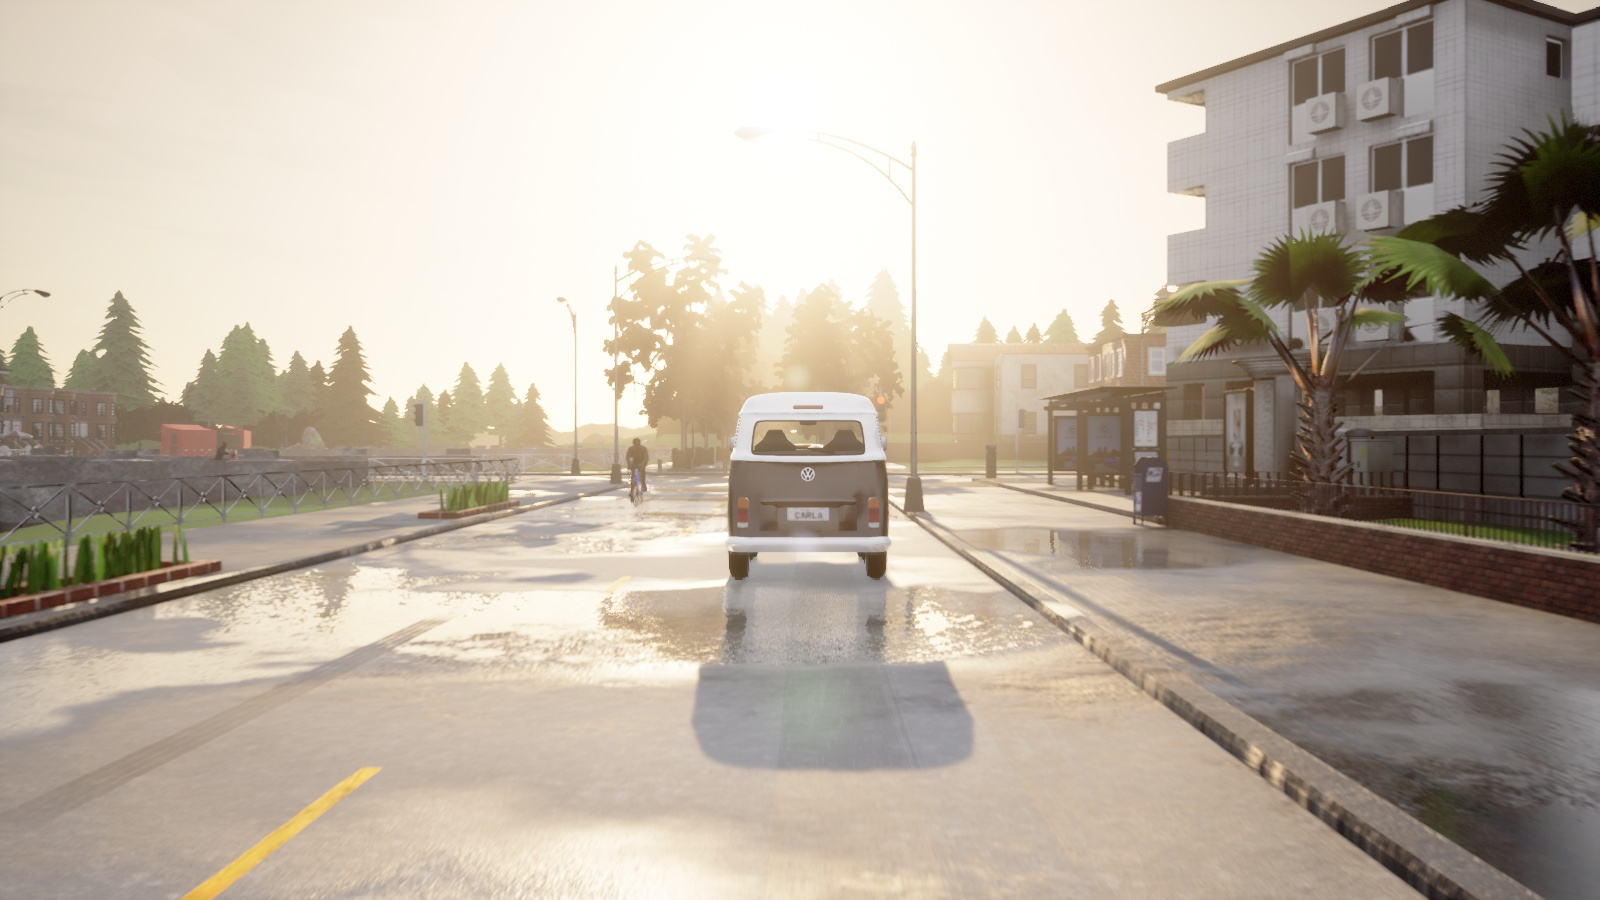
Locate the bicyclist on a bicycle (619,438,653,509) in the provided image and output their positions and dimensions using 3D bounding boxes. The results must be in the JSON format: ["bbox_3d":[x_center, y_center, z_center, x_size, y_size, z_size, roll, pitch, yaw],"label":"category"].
[{"bbox_3d":[-3.842,0.530,29.556,0.582,1.620,1.656,0,1,0],"label":"bicyclist on a bicycle"}]

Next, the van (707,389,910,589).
[{"bbox_3d":[0.099,0.385,15.026,2.069,2.038,4.480,0,0,0],"label":"van"}]
